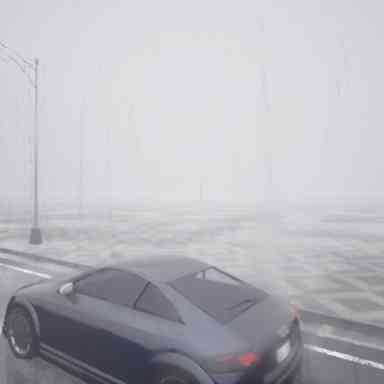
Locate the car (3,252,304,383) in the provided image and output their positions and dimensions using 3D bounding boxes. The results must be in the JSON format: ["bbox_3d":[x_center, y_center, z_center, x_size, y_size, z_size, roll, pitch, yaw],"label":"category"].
[{"bbox_3d":[-0.714,1.553,4.498,4.181,1.385,1.994,0,0,36],"label":"car"}]
